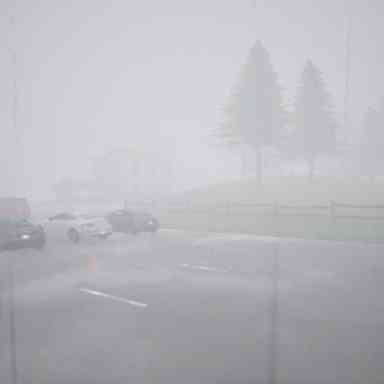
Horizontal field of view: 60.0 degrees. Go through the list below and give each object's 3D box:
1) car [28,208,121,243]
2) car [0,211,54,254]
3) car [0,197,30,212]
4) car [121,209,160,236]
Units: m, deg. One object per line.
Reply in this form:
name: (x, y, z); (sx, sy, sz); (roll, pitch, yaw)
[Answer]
car: (-6.005, 1.660, 16.755); (4.674, 1.442, 1.812); (0, 0, 36)
car: (-7.983, 1.698, 13.865); (4.181, 1.385, 1.994); (-1, 0, 36)
car: (-15.897, 1.487, 28.106); (5.566, 2.045, 2.150); (0, 0, 36)
car: (-3.919, 1.699, 19.564); (4.181, 1.385, 1.994); (-1, 0, 36)
